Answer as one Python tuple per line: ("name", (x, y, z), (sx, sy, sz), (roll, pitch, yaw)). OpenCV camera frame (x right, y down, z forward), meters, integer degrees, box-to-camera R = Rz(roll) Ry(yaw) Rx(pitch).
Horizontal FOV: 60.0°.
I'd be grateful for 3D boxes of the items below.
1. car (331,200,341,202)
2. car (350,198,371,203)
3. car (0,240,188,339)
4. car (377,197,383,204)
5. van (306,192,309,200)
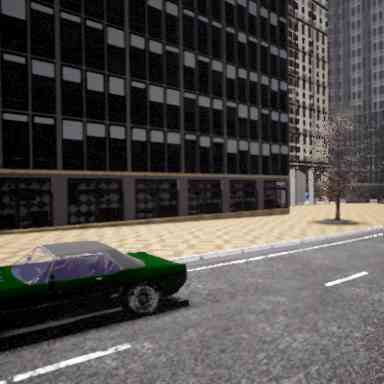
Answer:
("car", (27.956, 1.409, 67.494), (1.947, 1.339, 4.313), (-1, 1, -40))
("car", (31.536, 1.460, 63.079), (1.802, 1.307, 4.206), (-1, 1, -40))
("car", (-2.484, 1.613, 5.939), (4.718, 1.301, 1.895), (0, 0, -36))
("car", (35.148, 1.477, 58.688), (1.947, 1.339, 4.313), (-1, 1, -40))
("van", (27.203, 0.978, 81.623), (1.690, 1.788, 3.998), (-1, 1, -40))
